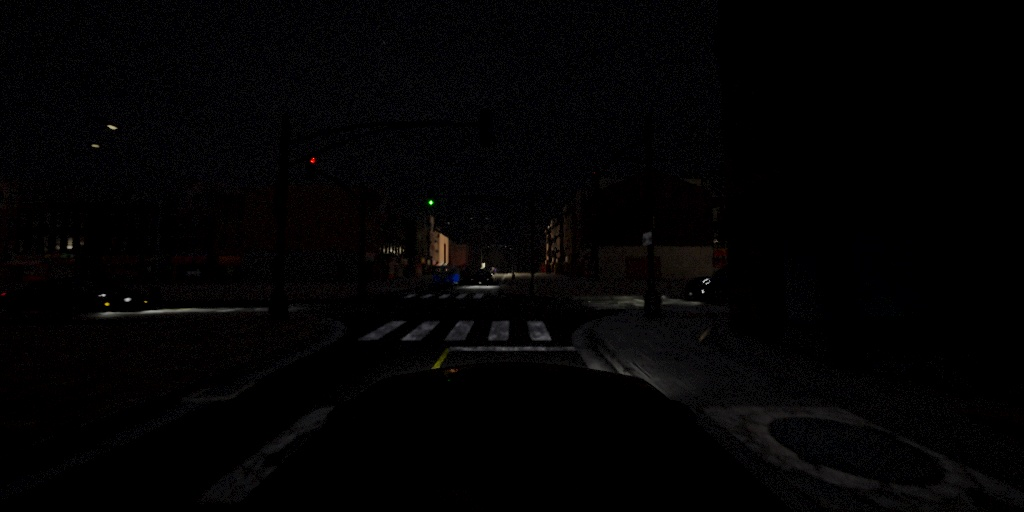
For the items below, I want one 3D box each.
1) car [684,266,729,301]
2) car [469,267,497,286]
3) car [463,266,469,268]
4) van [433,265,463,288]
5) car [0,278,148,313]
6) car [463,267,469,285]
[{"bbox_3d":[10.787,1.197,17.239,4.553,1.767,2.097,-1,-3,0],"label":"car"},{"bbox_3d":[-2.791,2.043,34.043,2.033,1.411,5.357,0,-2,0],"label":"car"},{"bbox_3d":[-5.436,1.931,37.973,2.192,1.841,5.009,0,0,0],"label":"car"},{"bbox_3d":[-5.416,1.703,29.672,1.690,1.789,3.998,0,0,0],"label":"van"},{"bbox_3d":[-17.164,1.553,14.180,4.181,1.385,1.994,0,-3,0],"label":"car"},{"bbox_3d":[-5.424,2.014,32.991,2.007,1.370,4.403,0,0,0],"label":"car"}]
